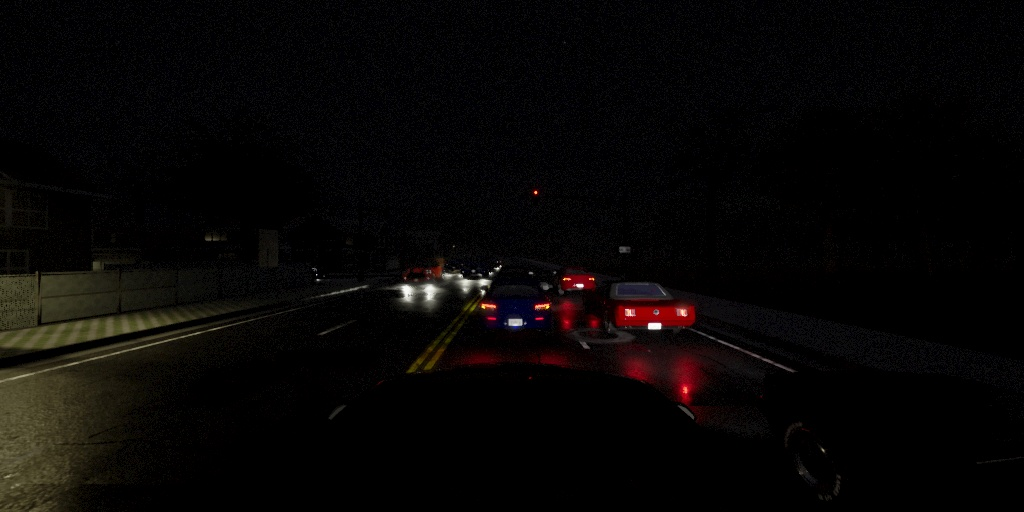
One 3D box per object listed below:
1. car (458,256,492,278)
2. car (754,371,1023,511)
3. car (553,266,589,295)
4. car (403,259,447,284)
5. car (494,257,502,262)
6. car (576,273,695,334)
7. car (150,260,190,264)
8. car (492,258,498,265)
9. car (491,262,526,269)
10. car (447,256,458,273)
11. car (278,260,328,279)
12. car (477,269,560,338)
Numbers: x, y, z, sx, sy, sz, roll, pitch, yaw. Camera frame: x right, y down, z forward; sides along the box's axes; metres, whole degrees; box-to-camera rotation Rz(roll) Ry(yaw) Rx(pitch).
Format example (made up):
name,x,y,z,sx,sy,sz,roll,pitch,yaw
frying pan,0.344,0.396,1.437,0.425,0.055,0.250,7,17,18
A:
name,x,y,z,sx,sy,sz,roll,pitch,yaw
car,-3.328,0.972,33.639,2.150,2.045,5.566,0,0,0
car,3.348,1.351,1.414,1.895,1.301,4.718,0,0,0
car,3.323,1.276,19.690,1.812,1.442,4.674,0,0,0
car,-6.582,1.103,26.898,2.097,1.767,4.553,0,0,0
car,-3.274,1.078,62.443,2.097,1.767,4.553,0,0,0
car,3.342,1.351,10.582,1.895,1.301,4.718,0,0,0
car,-28.436,1.148,30.444,4.553,1.767,2.097,0,0,0
car,-3.311,1.287,47.679,2.033,1.411,5.357,0,0,0
car,0.071,1.255,19.364,1.837,1.490,4.892,0,0,0
car,-6.569,0.964,43.142,2.150,2.045,5.566,0,0,0
car,-18.192,1.130,30.416,4.553,1.767,2.097,0,0,0
car,0.089,1.276,10.102,1.812,1.442,4.674,0,0,0
